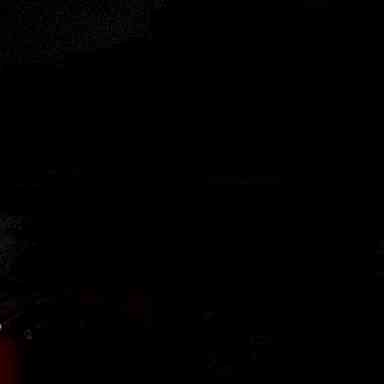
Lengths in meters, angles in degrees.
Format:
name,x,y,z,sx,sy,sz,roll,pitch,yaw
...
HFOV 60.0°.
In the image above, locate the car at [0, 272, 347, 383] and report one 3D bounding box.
name,x,y,z,sx,sy,sz,roll,pitch,yaw
car,-0.843,1.545,3.397,4.507,1.381,1.887,0,1,35
